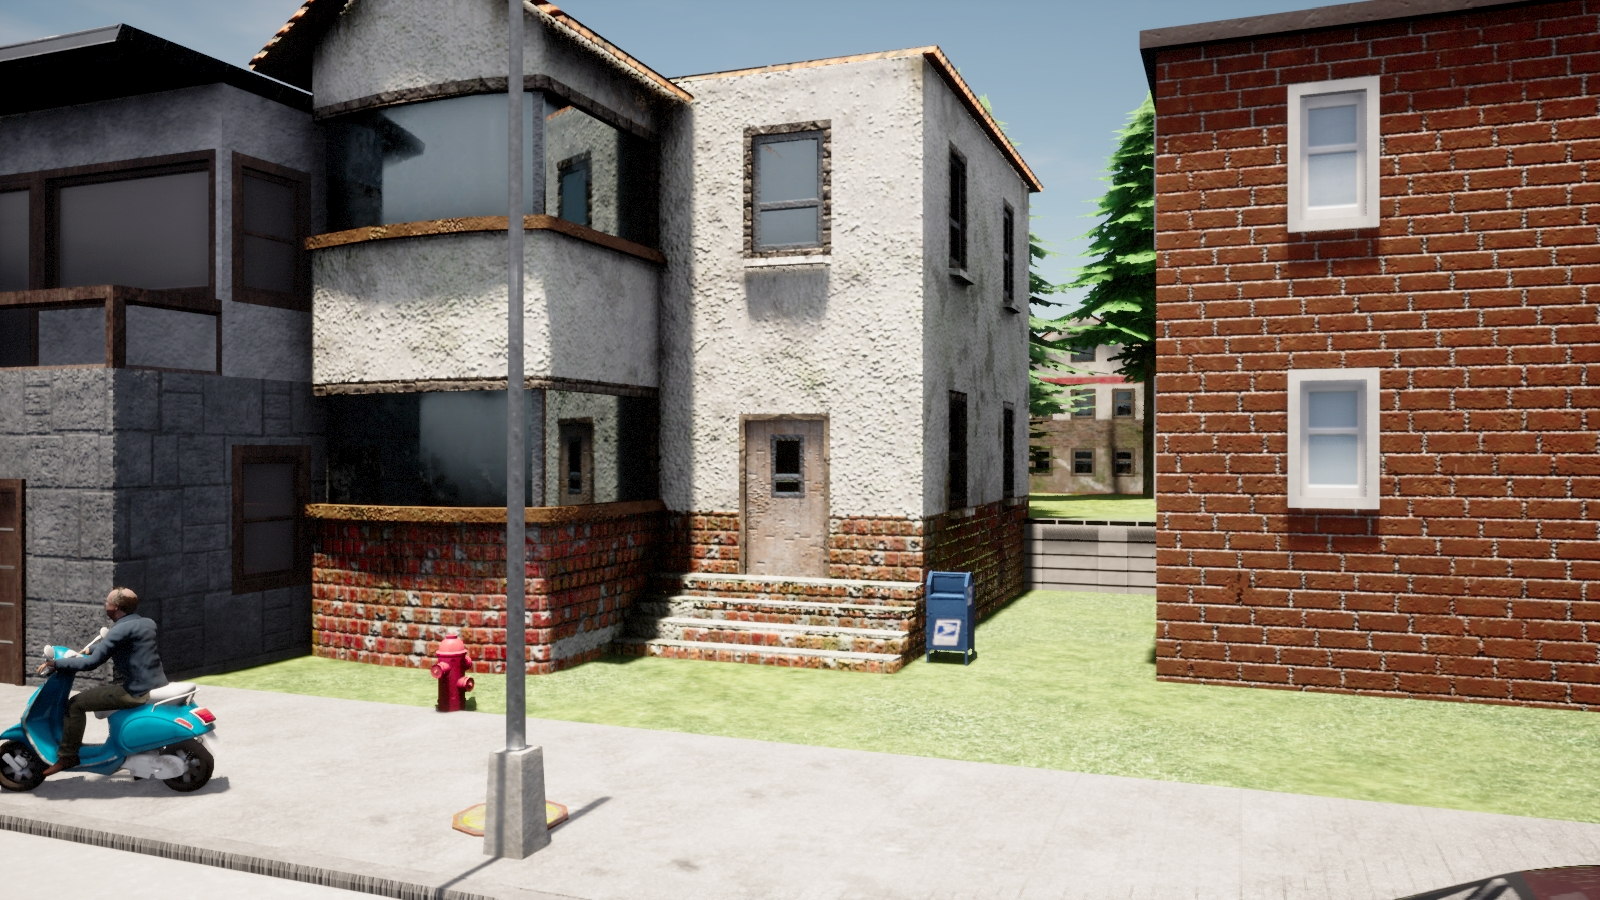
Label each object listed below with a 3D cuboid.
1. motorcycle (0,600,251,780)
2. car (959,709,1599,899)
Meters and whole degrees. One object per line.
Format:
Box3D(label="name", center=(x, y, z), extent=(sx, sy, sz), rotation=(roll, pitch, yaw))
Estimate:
Box3D(label="motorcycle", center=(-5.442, 1.858, 9.019), extent=(1.805, 1.236, 0.856), rotation=(0, 0, 1))
Box3D(label="car", center=(2.455, 1.804, 3.054), extent=(3.705, 1.549, 1.789), rotation=(0, 0, 21))
